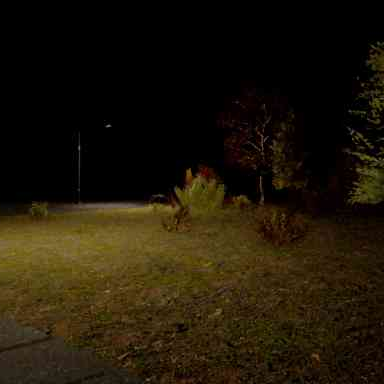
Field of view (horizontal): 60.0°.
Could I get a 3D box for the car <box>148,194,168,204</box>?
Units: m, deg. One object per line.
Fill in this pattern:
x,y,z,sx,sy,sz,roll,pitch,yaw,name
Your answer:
-4.401,1.067,49.457,2.128,1.511,4.902,2,2,40,car
